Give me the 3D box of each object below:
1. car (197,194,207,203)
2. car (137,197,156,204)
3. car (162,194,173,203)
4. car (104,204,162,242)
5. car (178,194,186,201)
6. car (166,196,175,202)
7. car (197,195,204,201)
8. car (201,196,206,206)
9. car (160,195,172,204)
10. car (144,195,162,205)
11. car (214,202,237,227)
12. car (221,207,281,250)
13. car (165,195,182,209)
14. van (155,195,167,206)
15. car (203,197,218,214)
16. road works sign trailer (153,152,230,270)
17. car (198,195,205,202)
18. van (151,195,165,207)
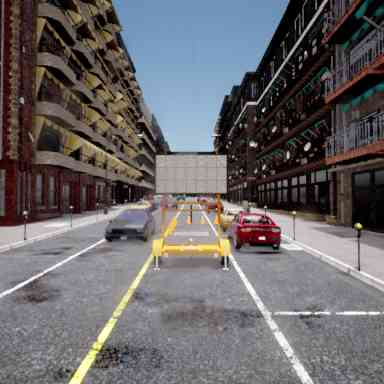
[{"bbox_3d":[2.389,1.544,80.736,2.192,1.841,5.009,1,0,0],"label":"car"},{"bbox_3d":[-5.369,1.589,36.365,1.752,1.417,4.829,2,0,0],"label":"car"},{"bbox_3d":[-5.445,1.518,75.248,2.192,1.841,5.009,1,0,0],"label":"car"},{"bbox_3d":[-2.881,1.568,16.682,2.033,1.411,5.357,0,0,0],"label":"car"},{"bbox_3d":[-2.936,1.502,90.669,2.150,2.045,5.566,0,0,0],"label":"car"},{"bbox_3d":[-5.474,1.822,86.310,1.947,1.339,4.313,1,0,0],"label":"car"},{"bbox_3d":[2.363,1.726,91.799,1.967,1.590,4.097,1,0,0],"label":"car"},{"bbox_3d":[2.499,1.629,42.020,2.008,1.369,4.403,1,0,0],"label":"car"},{"bbox_3d":[-5.433,1.494,69.719,2.192,1.841,5.009,1,0,0],"label":"car"},{"bbox_3d":[-5.375,1.394,42.067,2.192,1.841,5.009,2,0,0],"label":"car"},{"bbox_3d":[2.545,1.551,20.068,1.752,1.417,4.829,1,0,0],"label":"car"},{"bbox_3d":[2.557,1.561,14.366,1.887,1.381,4.507,1,0,0],"label":"car"},{"bbox_3d":[-2.843,1.579,45.263,2.128,1.511,4.902,0,0,0],"label":"car"},{"bbox_3d":[-5.411,1.475,58.658,1.690,1.788,3.998,1,0,0],"label":"van"},{"bbox_3d":[2.510,1.609,36.488,1.887,1.381,4.507,1,0,0],"label":"car"},{"bbox_3d":[-0.022,0.475,11.027,2.380,3.560,2.880,0,0,0],"label":"road works sign trailer"},{"bbox_3d":[2.465,1.678,58.612,1.887,1.381,4.507,1,0,0],"label":"car"},{"bbox_3d":[-5.399,1.454,53.126,1.690,1.788,3.998,2,0,0],"label":"van"}]
